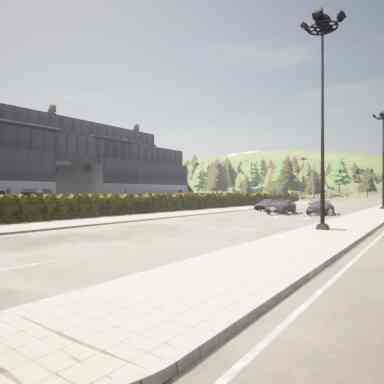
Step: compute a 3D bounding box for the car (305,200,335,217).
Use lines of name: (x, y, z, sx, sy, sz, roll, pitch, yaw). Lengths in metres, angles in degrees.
car: (12.305, 1.524, 31.702, 1.812, 1.442, 4.674, 0, 0, 35)

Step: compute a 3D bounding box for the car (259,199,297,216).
car: (8.892, 1.490, 32.939, 2.128, 1.511, 4.902, 0, 0, 35)

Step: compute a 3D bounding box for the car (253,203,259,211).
car: (9.129, 1.545, 39.315, 2.033, 1.411, 5.357, 0, 0, 36)
